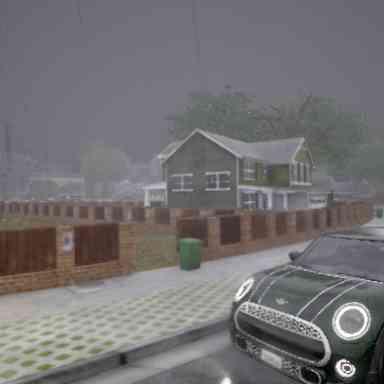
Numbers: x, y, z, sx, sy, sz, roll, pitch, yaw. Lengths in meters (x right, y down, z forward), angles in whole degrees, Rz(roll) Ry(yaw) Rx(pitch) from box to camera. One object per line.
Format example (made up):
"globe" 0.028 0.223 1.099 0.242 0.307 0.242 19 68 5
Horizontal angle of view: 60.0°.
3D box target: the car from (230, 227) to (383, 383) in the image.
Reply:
"car" 2.745 1.409 5.318 4.553 1.767 2.097 1 -1 -37
